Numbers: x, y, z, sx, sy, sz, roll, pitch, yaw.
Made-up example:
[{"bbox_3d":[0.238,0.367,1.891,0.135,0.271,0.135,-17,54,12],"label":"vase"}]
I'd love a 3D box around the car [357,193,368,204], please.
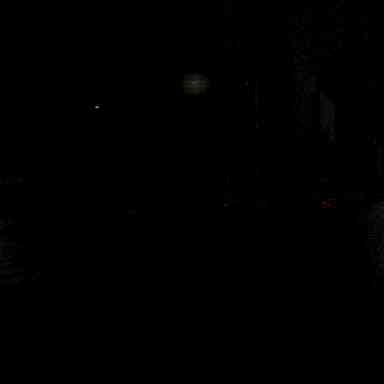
[{"bbox_3d":[26.909,1.118,54.613,2.192,1.841,5.009,0,0,35],"label":"car"}]

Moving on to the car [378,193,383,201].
[{"bbox_3d":[42.968,1.359,77.786,1.802,1.307,4.206,-1,0,35],"label":"car"}]

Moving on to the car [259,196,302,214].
[{"bbox_3d":[8.940,1.370,33.194,2.128,1.511,4.902,-1,0,35],"label":"car"}]

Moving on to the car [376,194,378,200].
[{"bbox_3d":[36.642,1.303,68.657,1.752,1.417,4.829,-1,0,35],"label":"car"}]

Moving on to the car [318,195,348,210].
[{"bbox_3d":[17.275,1.377,40.709,1.887,1.381,4.507,0,0,35],"label":"car"}]

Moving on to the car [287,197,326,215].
[{"bbox_3d":[10.852,1.425,31.439,1.947,1.339,4.313,0,0,35],"label":"car"}]

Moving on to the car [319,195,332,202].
[{"bbox_3d":[29.545,1.428,73.381,1.802,1.307,4.206,0,0,35],"label":"car"}]

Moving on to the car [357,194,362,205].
[{"bbox_3d":[23.698,1.378,49.978,1.947,1.339,4.313,0,0,35],"label":"car"}]

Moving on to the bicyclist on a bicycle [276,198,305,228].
[{"bbox_3d":[5.379,1.177,18.341,1.656,1.620,0.582,-1,0,35],"label":"bicyclist on a bicycle"}]

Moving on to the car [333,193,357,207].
[{"bbox_3d":[20.486,1.137,45.345,2.192,1.841,5.009,0,0,35],"label":"car"}]

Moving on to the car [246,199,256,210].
[{"bbox_3d":[7.060,1.495,40.934,1.802,1.307,4.206,0,0,35],"label":"car"}]

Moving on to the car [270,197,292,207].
[{"bbox_3d":[13.484,1.456,50.205,1.947,1.339,4.313,0,0,35],"label":"car"}]

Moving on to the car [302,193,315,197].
[{"bbox_3d":[19.908,1.416,59.476,1.887,1.381,4.507,0,0,35],"label":"car"}]

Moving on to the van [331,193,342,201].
[{"bbox_3d":[35.967,1.187,82.653,1.690,1.788,3.998,-1,0,35],"label":"van"}]

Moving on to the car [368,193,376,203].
[{"bbox_3d":[33.333,1.100,63.883,2.192,1.841,5.009,0,0,35],"label":"car"}]

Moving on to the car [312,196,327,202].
[{"bbox_3d":[26.333,1.419,68.747,1.947,1.339,4.313,0,0,35],"label":"car"}]

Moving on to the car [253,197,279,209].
[{"bbox_3d":[10.175,1.427,45.429,1.752,1.417,4.829,0,0,35],"label":"car"}]

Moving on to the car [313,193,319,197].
[{"bbox_3d":[23.119,1.177,64.112,2.192,1.841,5.009,0,0,35],"label":"car"}]

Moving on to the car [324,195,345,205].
[{"bbox_3d":[22.880,1.317,53.306,2.128,1.511,4.902,-1,-1,35],"label":"car"}]

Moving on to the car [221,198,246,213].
[{"bbox_3d":[3.847,1.367,36.298,1.967,1.590,4.097,0,0,35],"label":"car"}]

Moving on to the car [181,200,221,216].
[{"bbox_3d":[0.636,1.525,31.664,1.802,1.307,4.206,0,0,35],"label":"car"}]
